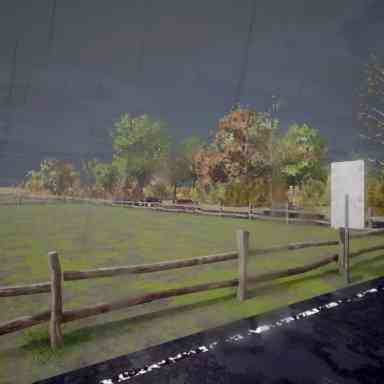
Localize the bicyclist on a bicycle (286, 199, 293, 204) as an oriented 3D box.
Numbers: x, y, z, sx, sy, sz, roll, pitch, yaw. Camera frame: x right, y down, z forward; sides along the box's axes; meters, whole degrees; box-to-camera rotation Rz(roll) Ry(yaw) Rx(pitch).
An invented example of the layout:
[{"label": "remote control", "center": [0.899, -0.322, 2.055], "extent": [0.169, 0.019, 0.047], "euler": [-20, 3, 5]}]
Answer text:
[{"label": "bicyclist on a bicycle", "center": [9.956, 1.491, 34.192], "extent": [1.656, 1.620, 0.582], "euler": [0, 0, -35]}]

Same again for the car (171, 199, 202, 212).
[{"label": "car", "center": [-0.745, 1.568, 39.177], "extent": [1.812, 1.442, 4.674], "euler": [0, 0, -35]}]

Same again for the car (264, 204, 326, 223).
[{"label": "car", "center": [8.081, 1.627, 26.405], "extent": [1.895, 1.301, 4.718], "euler": [0, 0, -35]}]

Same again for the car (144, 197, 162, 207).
[{"label": "car", "center": [-6.594, 1.525, 52.714], "extent": [1.882, 1.535, 5.008], "euler": [0, 0, -34]}]

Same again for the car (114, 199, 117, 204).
[{"label": "car", "center": [-12.540, 1.590, 61.227], "extent": [2.033, 1.411, 5.357], "euler": [0, 0, -35]}]

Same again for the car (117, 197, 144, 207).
[{"label": "car", "center": [-9.697, 1.608, 52.225], "extent": [1.994, 1.385, 4.181], "euler": [0, 0, -34]}]
